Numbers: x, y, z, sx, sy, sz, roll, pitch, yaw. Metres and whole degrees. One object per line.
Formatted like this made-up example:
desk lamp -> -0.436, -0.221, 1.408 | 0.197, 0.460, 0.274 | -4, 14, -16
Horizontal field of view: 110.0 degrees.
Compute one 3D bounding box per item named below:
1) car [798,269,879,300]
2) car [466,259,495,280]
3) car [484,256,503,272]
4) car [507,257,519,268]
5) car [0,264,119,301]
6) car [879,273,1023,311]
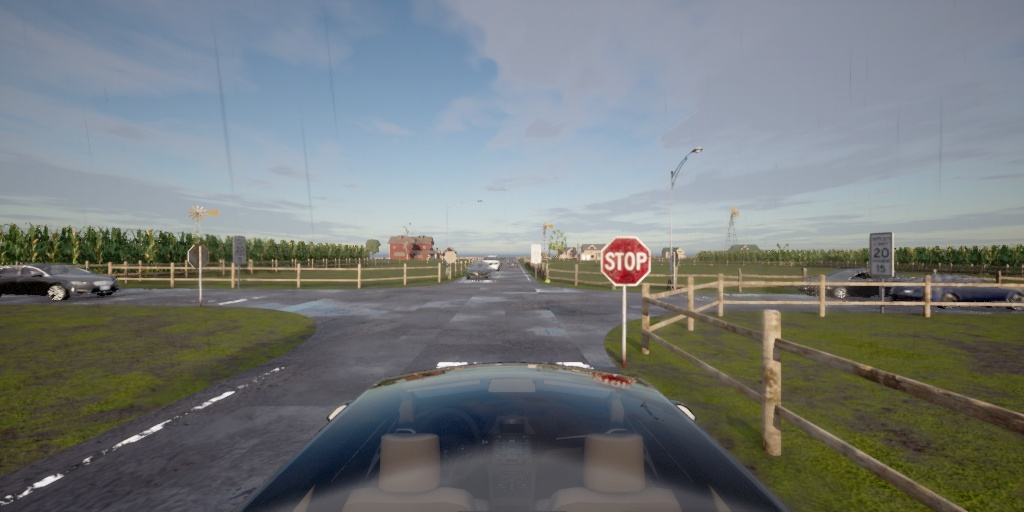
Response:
car -> 17.275, 1.403, 18.092 | 4.892, 1.490, 1.837 | 0, 0, 1
car -> -2.810, 1.252, 31.378 | 1.837, 1.490, 4.892 | 0, 0, 1
car -> -2.749, 0.966, 47.220 | 2.150, 2.045, 5.566 | 0, 0, 0
car -> 0.131, 1.233, 62.382 | 2.128, 1.511, 4.902 | 0, 0, 0
car -> -20.094, 1.098, 15.579 | 4.902, 1.511, 2.128 | 0, 0, 1
car -> 18.736, 1.484, 15.120 | 4.181, 1.385, 1.994 | 0, 0, 1
